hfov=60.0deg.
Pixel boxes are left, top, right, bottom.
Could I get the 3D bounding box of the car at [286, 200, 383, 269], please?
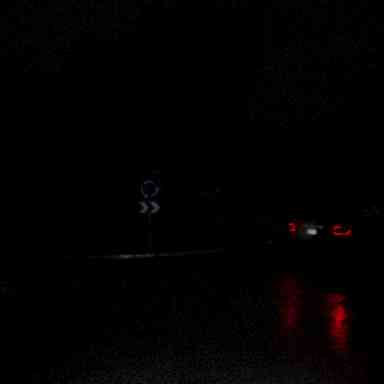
[{"bbox_3d":[5.462,1.291,11.801,2.150,2.045,5.566,0,-1,45],"label":"car"}]
